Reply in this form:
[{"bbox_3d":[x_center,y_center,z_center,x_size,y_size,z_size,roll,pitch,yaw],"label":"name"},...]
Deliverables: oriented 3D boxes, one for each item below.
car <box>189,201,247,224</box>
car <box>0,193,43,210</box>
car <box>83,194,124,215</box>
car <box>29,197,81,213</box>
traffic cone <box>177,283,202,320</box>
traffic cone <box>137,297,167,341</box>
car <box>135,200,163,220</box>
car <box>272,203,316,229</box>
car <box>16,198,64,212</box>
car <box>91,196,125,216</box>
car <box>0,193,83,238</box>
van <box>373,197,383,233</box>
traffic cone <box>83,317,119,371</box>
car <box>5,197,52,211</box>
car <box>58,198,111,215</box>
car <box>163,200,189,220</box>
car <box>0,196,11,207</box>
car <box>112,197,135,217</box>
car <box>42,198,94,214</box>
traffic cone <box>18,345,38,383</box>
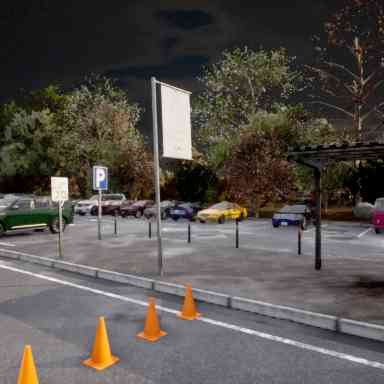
[{"bbox_3d":[2.339,1.475,25.175,1.946,1.575,5.366,0,0,35],"label":"car"},{"bbox_3d":[-22.560,1.153,42.853,2.435,2.045,5.566,0,0,35],"label":"car"},{"bbox_3d":[-8.928,1.212,33.279,2.435,2.045,5.566,0,0,35],"label":"car"},{"bbox_3d":[-15.622,1.444,38.241,1.946,1.575,5.366,0,0,35],"label":"car"},{"bbox_3d":[-0.051,1.957,6.041,0.340,0.580,0.340,0,0,36],"label":"traffic cone"},{"bbox_3d":[-0.626,1.957,5.225,0.340,0.580,0.340,0,0,35],"label":"traffic cone"},{"bbox_3d":[-2.093,1.473,28.522,2.231,1.521,4.892,0,0,35],"label":"car"},{"bbox_3d":[6.972,1.513,22.113,2.163,1.488,4.792,0,0,35],"label":"car"},{"bbox_3d":[-18.013,1.468,39.659,2.163,1.488,4.792,0,0,35],"label":"car"},{"bbox_3d":[-6.637,1.466,31.712,2.097,1.535,5.008,0,0,35],"label":"car"},{"bbox_3d":[-8.918,1.221,17.290,2.435,2.045,5.566,0,0,35],"label":"car"},{"bbox_3d":[11.598,1.264,19.042,1.878,1.987,4.442,0,0,35],"label":"van"},{"bbox_3d":[-1.201,1.957,4.408,0.340,0.580,0.340,0,0,35],"label":"traffic cone"},{"bbox_3d":[-20.257,1.451,41.306,2.163,1.488,4.792,0,0,35],"label":"car"},{"bbox_3d":[-11.185,1.461,34.892,2.231,1.521,4.892,0,0,35],"label":"car"},{"bbox_3d":[0.191,1.504,26.946,2.163,1.488,4.792,0,0,35],"label":"car"},{"bbox_3d":[-29.253,1.332,47.815,1.946,1.575,5.366,1,0,35],"label":"car"},{"bbox_3d":[-4.365,1.469,30.117,2.097,1.535,5.008,0,0,35],"label":"car"},{"bbox_3d":[-13.458,1.454,36.490,2.097,1.535,5.008,0,0,35],"label":"car"},{"bbox_3d":[-1.776,1.957,3.592,0.340,0.580,0.340,0,0,35],"label":"traffic cone"}]
